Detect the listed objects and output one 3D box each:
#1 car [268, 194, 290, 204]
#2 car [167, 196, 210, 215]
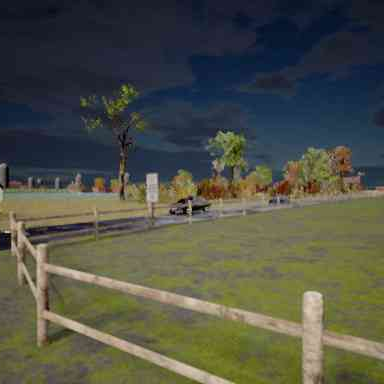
[{"bbox_3d":[12.488,1.033,47.777,1.994,1.385,4.181,-1,0,36],"label":"car"},{"bbox_3d":[-0.224,1.187,29.859,1.837,1.490,4.892,-1,1,35],"label":"car"}]
